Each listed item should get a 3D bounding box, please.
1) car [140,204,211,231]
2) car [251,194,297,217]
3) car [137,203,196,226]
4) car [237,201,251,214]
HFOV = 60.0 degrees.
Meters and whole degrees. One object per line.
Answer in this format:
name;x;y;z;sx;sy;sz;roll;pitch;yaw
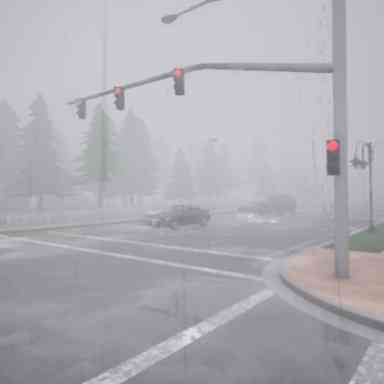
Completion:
car;-0.740;1.586;21.575;2.128;1.511;4.902;-1;0;39
car;8.467;1.273;32.989;2.150;2.045;5.566;-1;0;39
car;-1.867;1.648;25.726;1.812;1.442;4.674;-1;0;39
car;7.131;1.632;36.884;2.033;1.411;5.357;-1;0;39
